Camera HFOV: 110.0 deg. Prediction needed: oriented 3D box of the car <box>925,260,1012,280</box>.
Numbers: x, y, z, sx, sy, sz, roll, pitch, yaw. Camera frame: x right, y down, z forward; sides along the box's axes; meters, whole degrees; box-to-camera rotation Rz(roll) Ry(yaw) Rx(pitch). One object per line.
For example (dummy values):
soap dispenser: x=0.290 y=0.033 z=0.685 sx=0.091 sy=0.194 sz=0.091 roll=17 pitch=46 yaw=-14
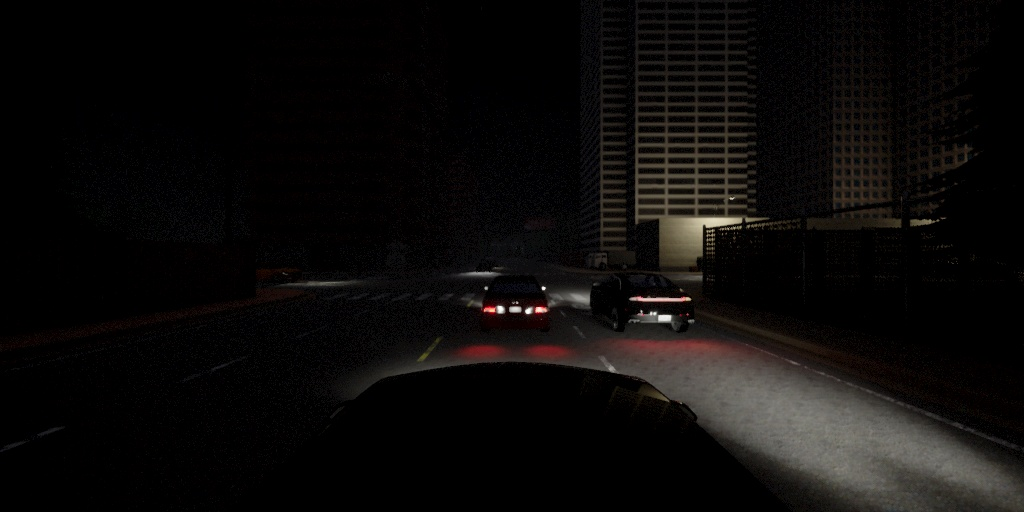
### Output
car: x=37.436 y=1.149 z=29.221 sx=5.008 sy=1.535 sz=1.882 roll=0 pitch=0 yaw=0

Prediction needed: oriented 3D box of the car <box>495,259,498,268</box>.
car: x=-3.495 y=1.177 z=61.168 sx=1.882 sy=1.535 sz=5.008 roll=0 pitch=0 yaw=1

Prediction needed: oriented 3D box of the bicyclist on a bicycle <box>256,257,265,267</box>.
bicyclist on a bicycle: x=-26.482 y=0.965 z=37.787 sx=0.582 sy=1.620 sz=1.656 roll=0 pitch=0 yaw=10

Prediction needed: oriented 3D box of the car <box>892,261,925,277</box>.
car: x=37.807 y=1.146 z=32.721 sx=5.008 sy=1.535 sz=1.882 roll=0 pitch=0 yaw=0

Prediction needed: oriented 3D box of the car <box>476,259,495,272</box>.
car: x=-3.517 y=1.314 z=45.588 sx=1.895 sy=1.301 sz=4.718 roll=0 pitch=0 yaw=0

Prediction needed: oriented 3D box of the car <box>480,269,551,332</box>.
car: x=0.090 y=1.290 z=10.824 sx=2.033 sy=1.411 sz=5.357 roll=0 pitch=0 yaw=0

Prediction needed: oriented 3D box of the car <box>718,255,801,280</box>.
car: x=20.268 y=0.893 z=29.214 sx=5.566 sy=2.045 sz=2.150 roll=0 pitch=0 yaw=0

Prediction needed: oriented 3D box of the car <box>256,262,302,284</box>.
car: x=-17.738 y=1.152 z=25.572 sx=5.008 sy=1.535 sz=1.882 roll=0 pitch=0 yaw=1

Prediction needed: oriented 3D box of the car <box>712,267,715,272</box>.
car: x=20.865 y=1.173 z=32.715 sx=4.892 sy=1.490 sz=1.837 roll=0 pitch=0 yaw=0

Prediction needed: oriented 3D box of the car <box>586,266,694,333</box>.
car: x=3.613 y=1.234 z=10.787 sx=2.128 sy=1.511 sz=4.902 roll=0 pitch=0 yaw=1
